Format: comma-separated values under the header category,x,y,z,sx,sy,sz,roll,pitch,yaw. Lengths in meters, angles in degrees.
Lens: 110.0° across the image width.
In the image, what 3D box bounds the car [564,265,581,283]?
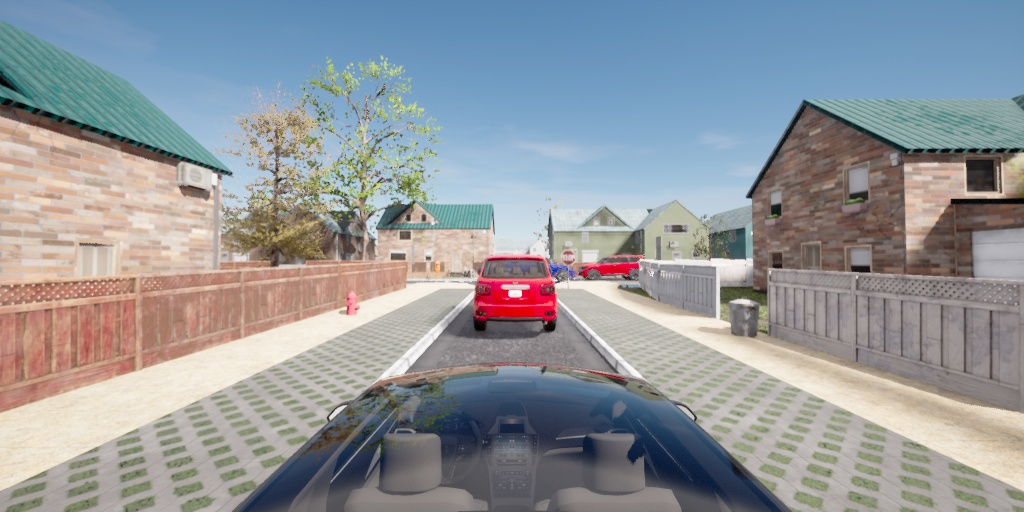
category,x,y,z,sx,sy,sz,roll,pitch,yaw
car,1.937,0.982,26.640,5.566,2.045,2.150,-1,-1,1

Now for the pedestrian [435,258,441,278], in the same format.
category,x,y,z,sx,sy,sz,roll,pitch,yaw
pedestrian,-6.759,1.110,32.614,0.375,1.860,0.375,0,-1,1

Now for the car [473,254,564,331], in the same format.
category,x,y,z,sx,sy,sz,roll,pitch,yaw
car,0.083,0.973,11.074,2.150,2.045,5.566,0,0,0

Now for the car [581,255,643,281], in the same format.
category,x,y,z,sx,sy,sz,roll,pitch,yaw
car,8.214,0.980,29.532,5.566,2.045,2.150,0,-1,1
